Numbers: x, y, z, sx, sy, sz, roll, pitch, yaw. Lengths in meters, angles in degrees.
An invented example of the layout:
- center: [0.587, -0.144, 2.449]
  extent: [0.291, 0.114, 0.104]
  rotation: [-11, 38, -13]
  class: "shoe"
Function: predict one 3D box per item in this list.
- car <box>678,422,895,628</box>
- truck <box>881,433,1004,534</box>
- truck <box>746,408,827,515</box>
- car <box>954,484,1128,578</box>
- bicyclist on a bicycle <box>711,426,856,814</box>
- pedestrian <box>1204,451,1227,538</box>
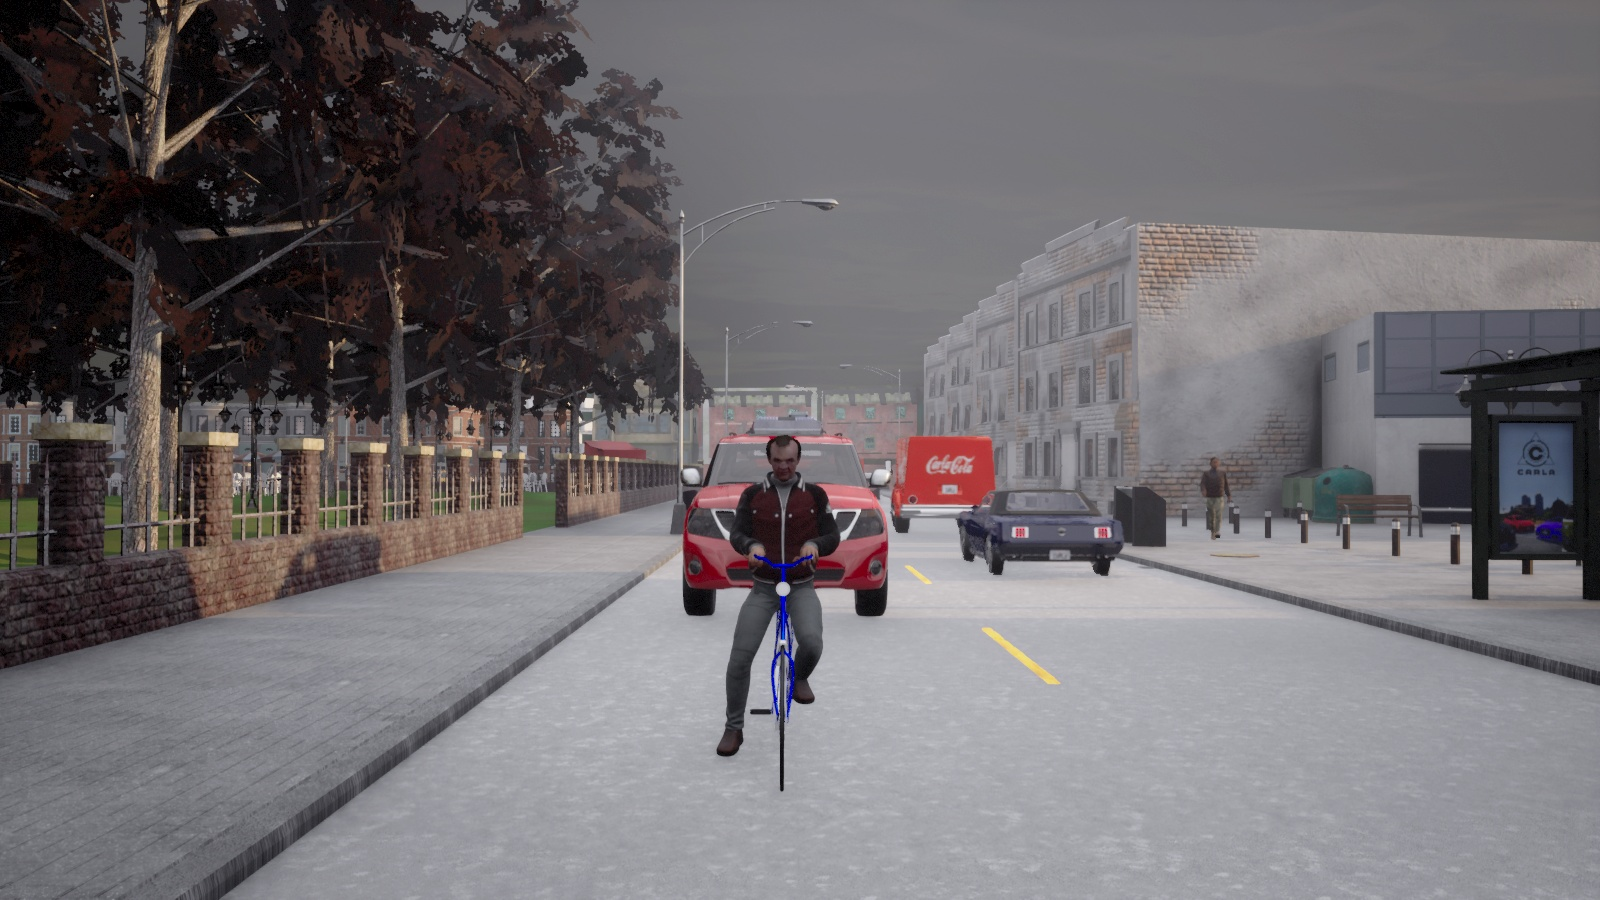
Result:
- center: [-0.171, 0.791, 15.308]
  extent: [2.150, 2.045, 5.566]
  rotation: [0, -1, -1]
  class: "car"
- center: [3.654, 0.872, 33.357]
  extent: [2.627, 2.467, 5.204]
  rotation: [0, -1, -1]
  class: "truck"
- center: [-0.519, 0.477, 49.273]
  extent: [2.891, 3.827, 8.468]
  rotation: [0, -1, -1]
  class: "truck"
- center: [3.781, 1.244, 20.559]
  extent: [1.895, 1.301, 4.718]
  rotation: [0, -1, -1]
  class: "car"
- center: [-0.083, 0.798, 6.689]
  extent: [0.659, 1.776, 1.843]
  rotation: [0, -1, -1]
  class: "bicyclist on a bicycle"
- center: [8.895, 0.939, 26.880]
  extent: [0.431, 1.840, 0.703]
  rotation: [-1, -1, 19]
  class: "pedestrian"
